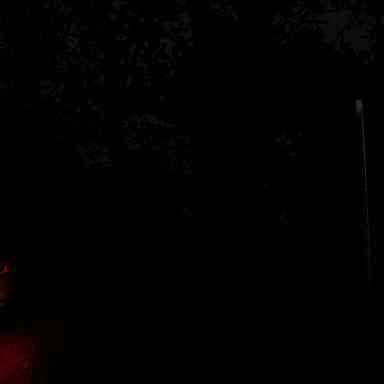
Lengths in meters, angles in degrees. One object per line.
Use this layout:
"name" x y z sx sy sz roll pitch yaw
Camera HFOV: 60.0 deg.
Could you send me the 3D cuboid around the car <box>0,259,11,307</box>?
"car" -5.746 1.606 6.783 5.008 1.535 1.882 -1 -1 33
